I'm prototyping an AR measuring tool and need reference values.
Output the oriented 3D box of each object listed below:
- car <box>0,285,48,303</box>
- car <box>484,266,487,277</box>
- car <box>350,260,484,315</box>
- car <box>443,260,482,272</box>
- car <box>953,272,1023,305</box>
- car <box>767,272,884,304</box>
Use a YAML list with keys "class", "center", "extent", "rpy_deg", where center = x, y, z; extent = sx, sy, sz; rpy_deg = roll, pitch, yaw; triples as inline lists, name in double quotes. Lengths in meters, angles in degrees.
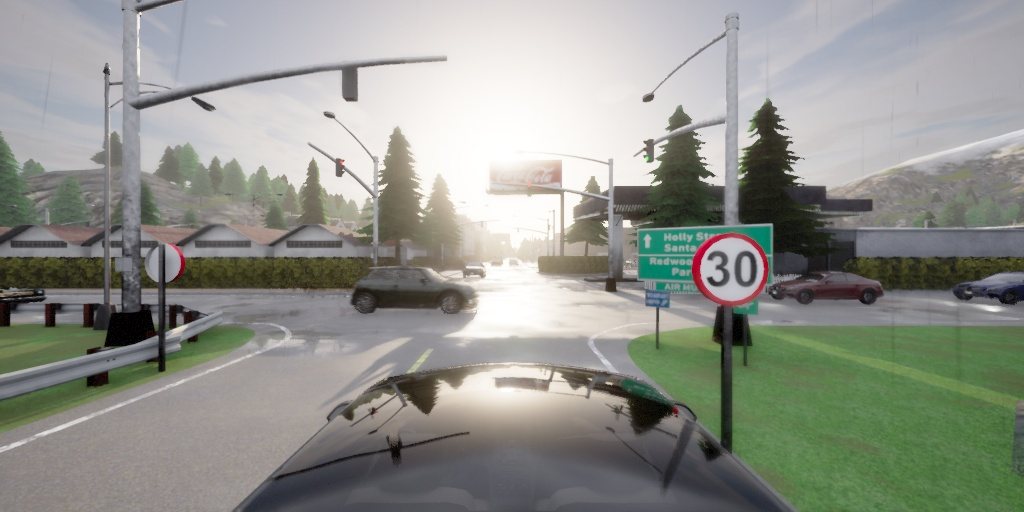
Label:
- class: "car"
  center: [-21.175, 1.540, 13.765]
  extent: [4.718, 1.301, 1.895]
  rpy_deg: [0, 0, 1]
- class: "car"
  center: [-3.459, 1.286, 33.806]
  extent: [1.812, 1.442, 4.674]
  rpy_deg: [1, -1, 1]
- class: "car"
  center: [-3.531, 1.169, 13.558]
  extent: [4.553, 1.767, 2.097]
  rpy_deg: [0, 0, 1]
- class: "car"
  center: [-6.907, 1.375, 50.409]
  extent: [5.008, 1.535, 1.882]
  rpy_deg: [-1, 0, 13]
- class: "car"
  center: [23.935, 1.465, 16.928]
  extent: [4.674, 1.442, 1.812]
  rpy_deg: [0, 0, 1]
- class: "car"
  center: [14.802, 1.465, 17.022]
  extent: [4.674, 1.442, 1.812]
  rpy_deg: [0, 0, 0]
